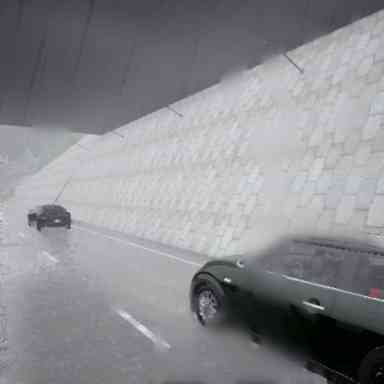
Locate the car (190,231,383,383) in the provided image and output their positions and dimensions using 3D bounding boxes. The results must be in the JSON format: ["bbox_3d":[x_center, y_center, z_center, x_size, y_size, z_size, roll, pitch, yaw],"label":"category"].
[{"bbox_3d":[1.890,1.347,4.761,2.097,1.767,4.553,0,0,-34],"label":"car"}]

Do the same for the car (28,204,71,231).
[{"bbox_3d":[-9.140,1.522,21.155,1.882,1.535,5.008,0,0,-34],"label":"car"}]
